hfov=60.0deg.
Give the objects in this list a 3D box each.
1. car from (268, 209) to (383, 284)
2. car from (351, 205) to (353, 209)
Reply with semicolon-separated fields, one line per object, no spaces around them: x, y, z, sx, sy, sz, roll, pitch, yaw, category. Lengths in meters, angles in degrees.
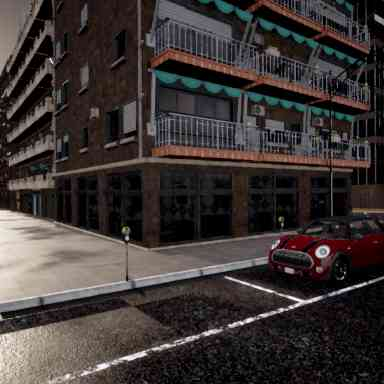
4.046;1.439;9.476;4.097;1.590;1.967;0;-1;-36;car
17.738;1.745;41.600;1.967;1.590;4.097;-2;0;-36;car
